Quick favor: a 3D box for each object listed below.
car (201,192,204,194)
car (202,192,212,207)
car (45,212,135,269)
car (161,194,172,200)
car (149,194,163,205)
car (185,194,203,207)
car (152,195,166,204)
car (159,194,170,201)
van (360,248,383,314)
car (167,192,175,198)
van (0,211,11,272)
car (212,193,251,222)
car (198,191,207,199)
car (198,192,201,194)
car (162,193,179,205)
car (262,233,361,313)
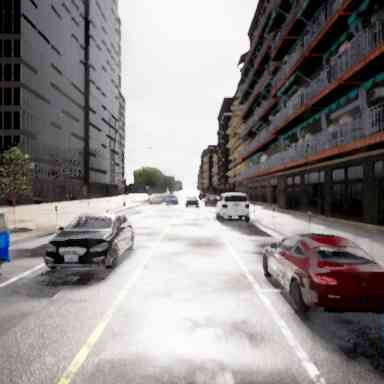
[{"bbox_3d":[2.716,0.922,69.368,2.192,1.841,5.009,1,0,0],"label":"car"},{"bbox_3d":[2.709,1.187,46.785,1.967,1.590,4.097,1,0,0],"label":"car"},{"bbox_3d":[-3.098,1.438,10.989,2.128,1.511,4.902,0,0,0],"label":"car"},{"bbox_3d":[-5.667,1.119,74.988,2.008,1.369,4.403,1,0,0],"label":"car"},{"bbox_3d":[-5.671,1.240,52.233,1.752,1.417,4.829,1,0,0],"label":"car"},{"bbox_3d":[0.057,1.304,45.247,2.033,1.411,5.357,0,0,1],"label":"car"},{"bbox_3d":[-5.670,1.230,58.050,2.008,1.369,4.403,1,0,0],"label":"car"},{"bbox_3d":[-5.668,1.157,69.342,2.008,1.369,4.403,1,0,0],"label":"car"},{"bbox_3d":[2.702,1.333,1.612,1.690,1.788,3.998,1,0,0],"label":"van"},{"bbox_3d":[-5.665,0.891,91.924,1.967,1.590,4.097,1,0,0],"label":"car"},{"bbox_3d":[-5.678,1.306,7.235,1.690,1.788,3.998,1,0,0],"label":"van"},{"bbox_3d":[3.005,1.097,25.143,2.150,2.045,5.566,0,0,0],"label":"car"},{"bbox_3d":[2.719,0.806,86.306,2.192,1.841,5.009,1,0,0],"label":"car"},{"bbox_3d":[0.011,1.157,60.161,2.128,1.511,4.902,0,0,0],"label":"car"},{"bbox_3d":[-3.068,1.198,51.309,1.882,1.535,5.008,0,0,0],"label":"car"},{"bbox_3d":[2.700,1.547,7.260,1.802,1.307,4.206,1,0,0],"label":"car"}]
